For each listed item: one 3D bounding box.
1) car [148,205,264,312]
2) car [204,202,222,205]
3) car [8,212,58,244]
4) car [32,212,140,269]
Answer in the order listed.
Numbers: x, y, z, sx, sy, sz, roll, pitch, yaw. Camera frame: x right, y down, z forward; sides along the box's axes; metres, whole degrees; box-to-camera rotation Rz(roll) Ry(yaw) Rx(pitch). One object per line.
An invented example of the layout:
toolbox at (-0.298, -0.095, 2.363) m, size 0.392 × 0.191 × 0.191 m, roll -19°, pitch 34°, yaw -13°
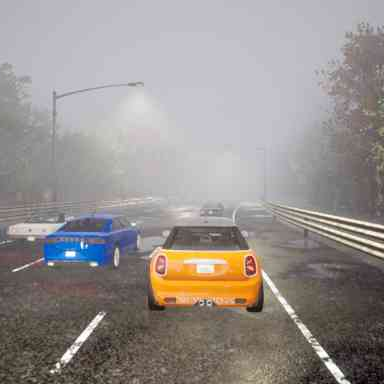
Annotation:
car at (0.322, 1.348, 7.880) m, size 2.097 × 1.767 × 4.553 m, roll 0°, pitch 0°, yaw 2°
car at (1.681, 1.536, 26.490) m, size 2.033 × 1.411 × 5.357 m, roll 0°, pitch 0°, yaw 8°
car at (-6.306, 1.581, 15.552) m, size 1.895 × 1.301 × 4.718 m, roll 0°, pitch 0°, yaw 4°
car at (-3.044, 1.468, 11.152) m, size 1.882 × 1.535 × 5.008 m, roll 0°, pitch 0°, yaw 3°
